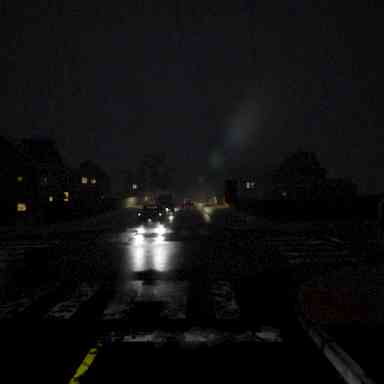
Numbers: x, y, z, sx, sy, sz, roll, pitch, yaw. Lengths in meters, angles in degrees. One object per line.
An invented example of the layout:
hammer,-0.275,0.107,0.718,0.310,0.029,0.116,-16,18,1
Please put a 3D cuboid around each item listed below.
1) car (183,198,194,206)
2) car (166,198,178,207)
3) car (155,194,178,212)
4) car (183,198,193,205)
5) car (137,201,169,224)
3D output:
car,-0.643,1.786,56.873,1.895,1.301,4.718,0,0,-1
car,-3.432,1.790,57.193,1.895,1.301,4.718,0,0,0
car,-3.224,1.301,40.100,2.150,2.045,5.566,0,0,-1
car,-0.821,1.868,66.900,1.895,1.301,4.718,0,0,-2
car,-2.971,1.631,25.007,1.895,1.301,4.718,0,0,-2
